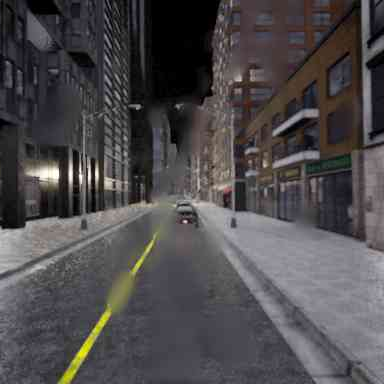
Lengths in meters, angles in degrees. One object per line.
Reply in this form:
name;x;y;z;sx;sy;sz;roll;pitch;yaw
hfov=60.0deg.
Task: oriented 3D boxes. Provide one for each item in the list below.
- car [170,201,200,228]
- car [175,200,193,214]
car;-0.510;1.682;23.872;1.837;1.490;4.892;-1;0;-1
car;-0.984;1.796;40.905;2.128;1.511;4.902;-1;0;-2
